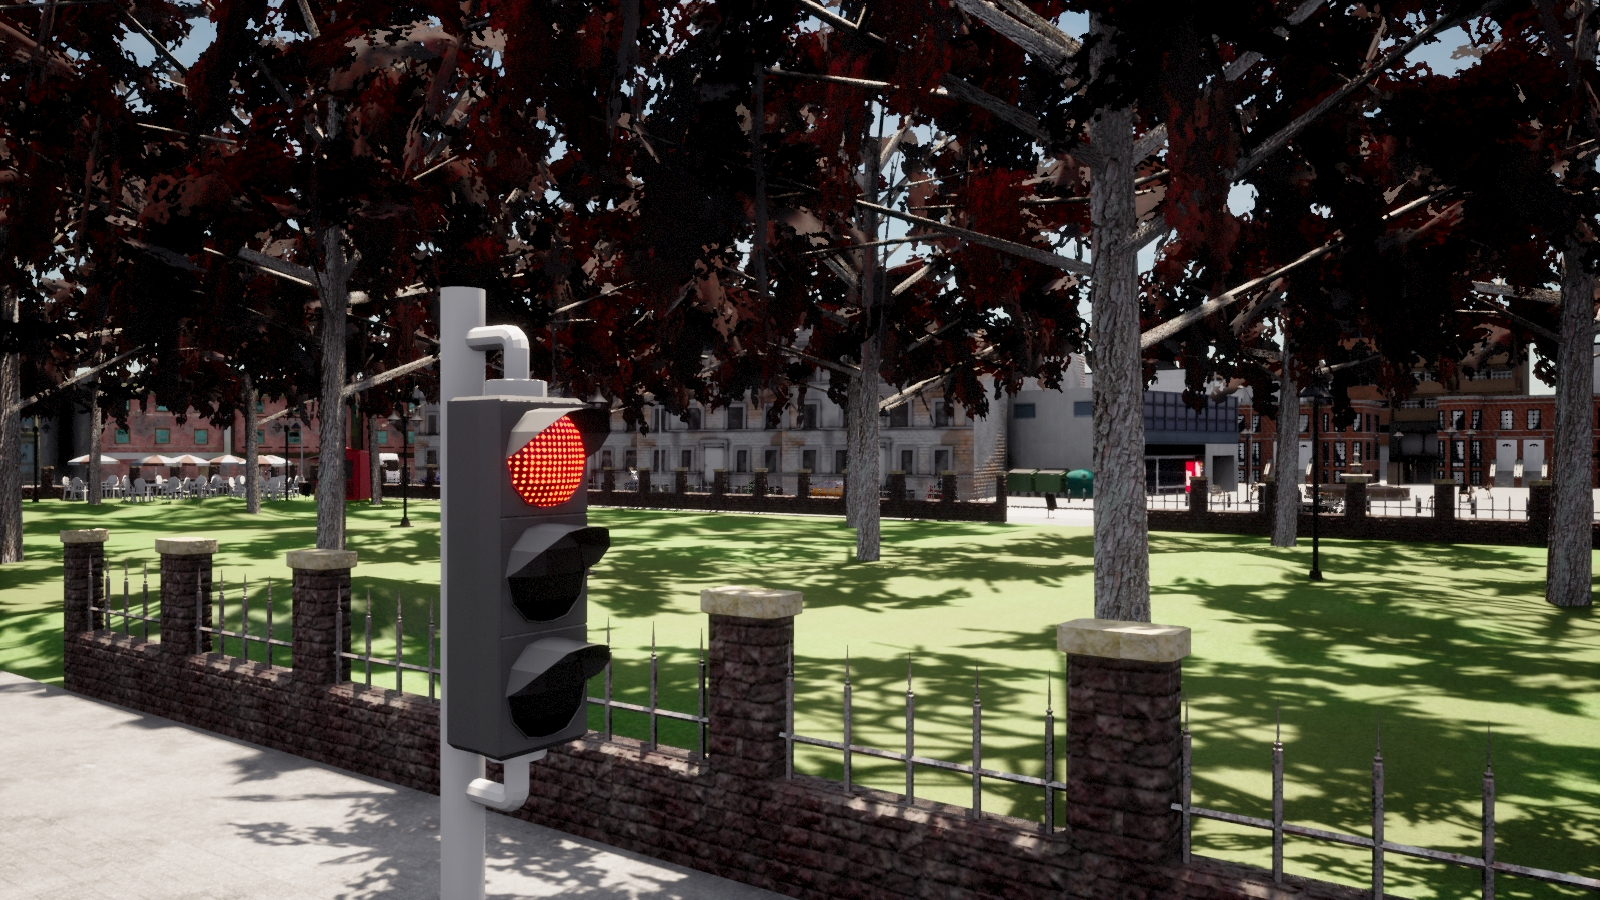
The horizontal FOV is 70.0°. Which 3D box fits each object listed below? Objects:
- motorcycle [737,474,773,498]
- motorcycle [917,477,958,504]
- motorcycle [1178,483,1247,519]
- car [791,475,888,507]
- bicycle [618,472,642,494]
[{"bbox_3d":[-2.445,1.962,62.129,1.805,1.236,0.856,0,0,36],"label":"motorcycle"},{"bbox_3d":[6.674,1.962,55.500,1.805,1.236,0.856,0,0,36],"label":"motorcycle"},{"bbox_3d":[15.834,1.950,43.914,2.356,1.277,0.764,1,0,36],"label":"motorcycle"},{"bbox_3d":[1.865,1.898,54.072,4.181,1.385,1.994,0,0,36],"label":"car"},{"bbox_3d":[-10.076,1.936,67.690,1.643,1.296,0.373,-1,0,36],"label":"bicycle"}]
